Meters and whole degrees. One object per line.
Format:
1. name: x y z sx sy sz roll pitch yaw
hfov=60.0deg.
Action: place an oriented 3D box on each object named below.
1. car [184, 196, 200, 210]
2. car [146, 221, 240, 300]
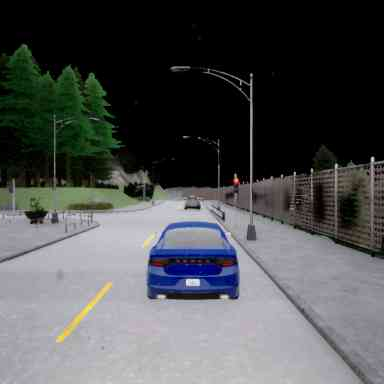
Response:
1. car: 0.039 1.564 43.924 1.994 1.385 4.181 0 0 1
2. car: 0.037 1.478 8.457 1.882 1.535 5.008 0 0 1
